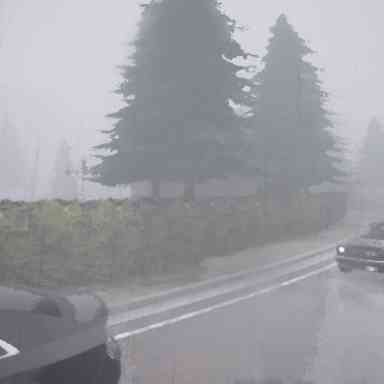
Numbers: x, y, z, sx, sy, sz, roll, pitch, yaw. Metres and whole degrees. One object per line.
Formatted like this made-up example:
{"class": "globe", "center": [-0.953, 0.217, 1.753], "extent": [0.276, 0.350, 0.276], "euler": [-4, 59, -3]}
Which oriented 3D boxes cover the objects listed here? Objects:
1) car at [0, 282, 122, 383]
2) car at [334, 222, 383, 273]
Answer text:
{"class": "car", "center": [-2.918, 1.534, 2.228], "extent": [4.892, 1.490, 1.837], "euler": [-1, 0, -36]}
{"class": "car", "center": [5.951, 1.593, 9.872], "extent": [1.895, 1.301, 4.718], "euler": [-1, 0, 43]}
